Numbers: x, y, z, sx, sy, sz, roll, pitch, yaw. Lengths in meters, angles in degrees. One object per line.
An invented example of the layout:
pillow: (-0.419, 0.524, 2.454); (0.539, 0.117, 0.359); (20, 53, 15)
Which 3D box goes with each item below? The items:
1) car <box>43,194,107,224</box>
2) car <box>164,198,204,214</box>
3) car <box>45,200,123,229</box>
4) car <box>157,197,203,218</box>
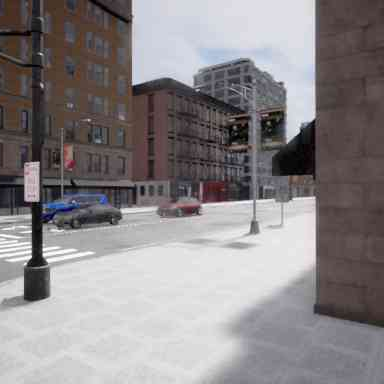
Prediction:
car: (-8.543, 1.166, 24.107); (2.150, 2.045, 5.566); (0, 0, 35)
car: (-0.723, 1.412, 35.202); (1.812, 1.442, 4.674); (0, 0, 35)
car: (-6.542, 1.468, 21.301); (1.812, 1.442, 4.674); (0, 0, 37)
car: (-1.005, 1.258, 29.156); (2.097, 1.767, 4.553); (0, 0, 35)
